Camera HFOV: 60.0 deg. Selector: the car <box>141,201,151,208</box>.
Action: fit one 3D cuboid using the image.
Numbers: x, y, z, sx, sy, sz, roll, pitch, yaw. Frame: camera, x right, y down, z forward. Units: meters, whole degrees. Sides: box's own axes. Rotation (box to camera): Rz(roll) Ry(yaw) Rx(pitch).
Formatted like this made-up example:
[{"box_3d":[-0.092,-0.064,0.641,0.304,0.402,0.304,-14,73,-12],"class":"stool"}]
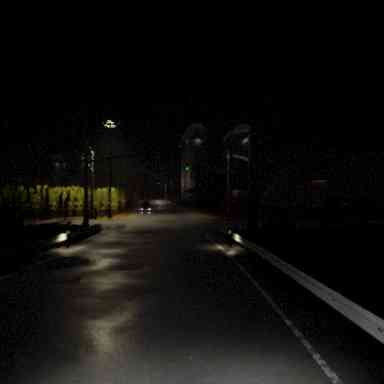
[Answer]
[{"box_3d":[-9.496,2.582,68.489,1.837,1.490,4.892,0,0,-8],"class":"car"}]
